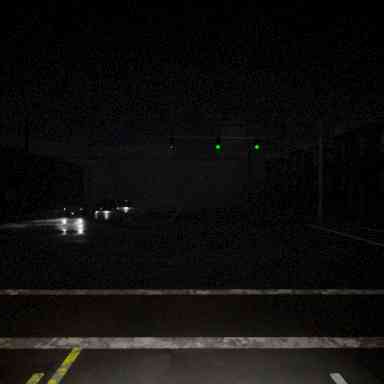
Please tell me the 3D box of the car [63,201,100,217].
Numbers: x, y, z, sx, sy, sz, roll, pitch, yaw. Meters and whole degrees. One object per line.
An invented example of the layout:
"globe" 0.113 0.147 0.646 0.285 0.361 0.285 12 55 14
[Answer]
"car" -10.593 1.597 31.692 1.895 1.301 4.718 0 0 0

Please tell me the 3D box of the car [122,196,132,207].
"car" -10.594 1.346 51.404 2.097 1.767 4.553 0 0 0

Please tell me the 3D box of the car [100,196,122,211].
"car" -10.601 1.542 41.416 2.033 1.411 5.357 0 0 0
